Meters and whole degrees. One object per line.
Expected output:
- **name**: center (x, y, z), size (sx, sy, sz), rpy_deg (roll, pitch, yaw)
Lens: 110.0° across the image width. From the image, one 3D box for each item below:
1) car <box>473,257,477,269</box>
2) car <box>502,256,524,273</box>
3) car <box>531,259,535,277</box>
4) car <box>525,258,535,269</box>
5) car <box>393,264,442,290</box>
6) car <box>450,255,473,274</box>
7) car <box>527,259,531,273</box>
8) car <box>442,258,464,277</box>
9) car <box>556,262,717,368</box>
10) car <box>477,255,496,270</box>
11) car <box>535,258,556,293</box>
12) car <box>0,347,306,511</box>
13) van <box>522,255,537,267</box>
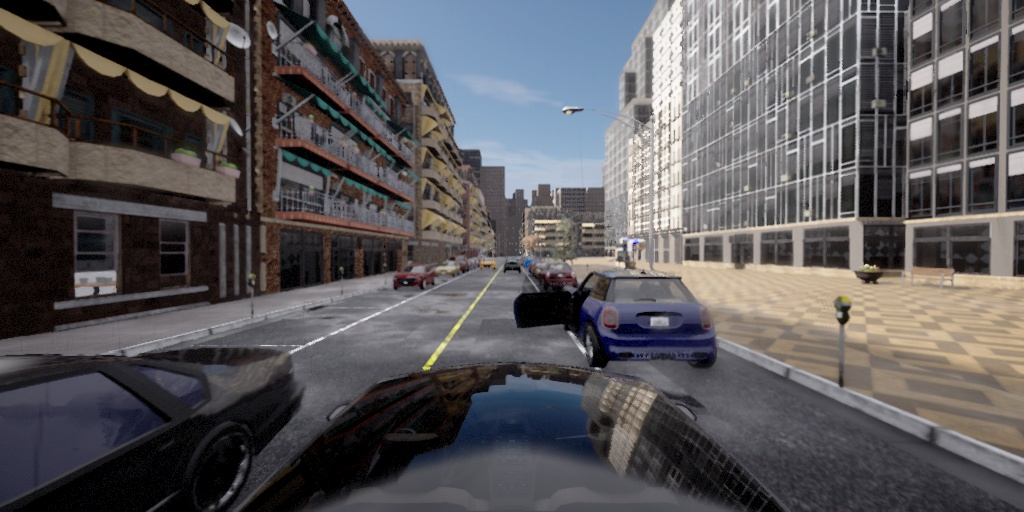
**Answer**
- **car**: center (-5.762, 1.070, 43.628), size (2.007, 1.370, 4.403), rpy_deg (0, 0, 0)
- **car**: center (0.024, 1.047, 38.989), size (1.837, 1.490, 4.892), rpy_deg (0, 0, 0)
- **car**: center (2.646, 1.132, 27.233), size (1.751, 1.417, 4.829), rpy_deg (0, 0, 0)
- **car**: center (2.627, 1.130, 38.115), size (1.802, 1.307, 4.207), rpy_deg (0, 0, 0)
- **car**: center (-5.724, 1.182, 21.522), size (1.888, 1.381, 4.507), rpy_deg (0, 0, 0)
- **car**: center (-5.753, 0.863, 38.101), size (2.192, 1.841, 5.009), rpy_deg (0, 0, 0)
- **car**: center (2.637, 1.159, 32.590), size (1.802, 1.307, 4.207), rpy_deg (0, 0, 0)
- **car**: center (-5.743, 1.102, 32.405), size (1.751, 1.417, 4.829), rpy_deg (0, 0, 0)
- **car**: center (2.380, 1.065, 7.918), size (2.097, 1.767, 4.553), rpy_deg (0, 0, 0)
- **car**: center (-3.077, 0.996, 46.816), size (1.882, 1.535, 5.008), rpy_deg (0, 0, 0)
- **car**: center (2.656, 1.076, 21.536), size (1.967, 1.591, 4.097), rpy_deg (0, 0, 0)
- **car**: center (-3.097, 1.299, 1.417), size (2.033, 1.411, 5.357), rpy_deg (0, 0, 0)
- **van**: center (2.609, 0.832, 49.168), size (1.690, 1.789, 3.998), rpy_deg (0, 0, 0)
